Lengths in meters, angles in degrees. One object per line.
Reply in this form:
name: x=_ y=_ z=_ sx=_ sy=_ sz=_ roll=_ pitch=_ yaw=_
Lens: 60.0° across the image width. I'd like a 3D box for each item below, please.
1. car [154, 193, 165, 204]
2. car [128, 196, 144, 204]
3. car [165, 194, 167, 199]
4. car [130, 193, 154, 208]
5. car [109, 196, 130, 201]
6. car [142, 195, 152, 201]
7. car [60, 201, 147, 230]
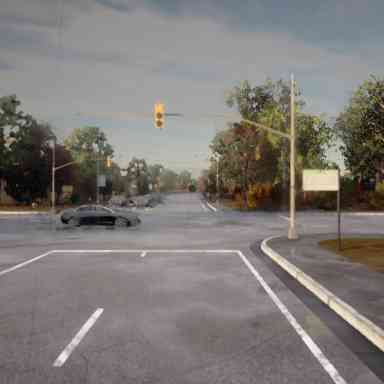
car: x=-7.006 y=1.189 z=63.585 sx=2.150 sy=2.045 sz=5.566 roll=0 pitch=0 yaw=1
car: x=-10.505 y=1.515 z=62.597 sx=2.033 sy=1.411 sz=5.357 roll=0 pitch=0 yaw=1
car: x=-6.949 y=1.185 z=78.863 sx=1.837 sy=1.490 sz=4.892 roll=0 pitch=0 yaw=0
car: x=-7.064 y=1.329 z=47.325 sx=2.097 sy=1.767 sz=4.553 roll=0 pitch=0 yaw=0
car: x=-10.563 y=1.329 z=47.293 sx=2.097 sy=1.767 sz=4.553 roll=0 pitch=0 yaw=0
car: x=-10.449 y=1.403 z=77.831 sx=1.812 sy=1.442 sz=4.674 roll=0 pitch=0 yaw=0
car: x=-5.588 y=1.491 z=20.599 sx=4.902 sy=1.511 sz=2.128 roll=0 pitch=0 yaw=3
